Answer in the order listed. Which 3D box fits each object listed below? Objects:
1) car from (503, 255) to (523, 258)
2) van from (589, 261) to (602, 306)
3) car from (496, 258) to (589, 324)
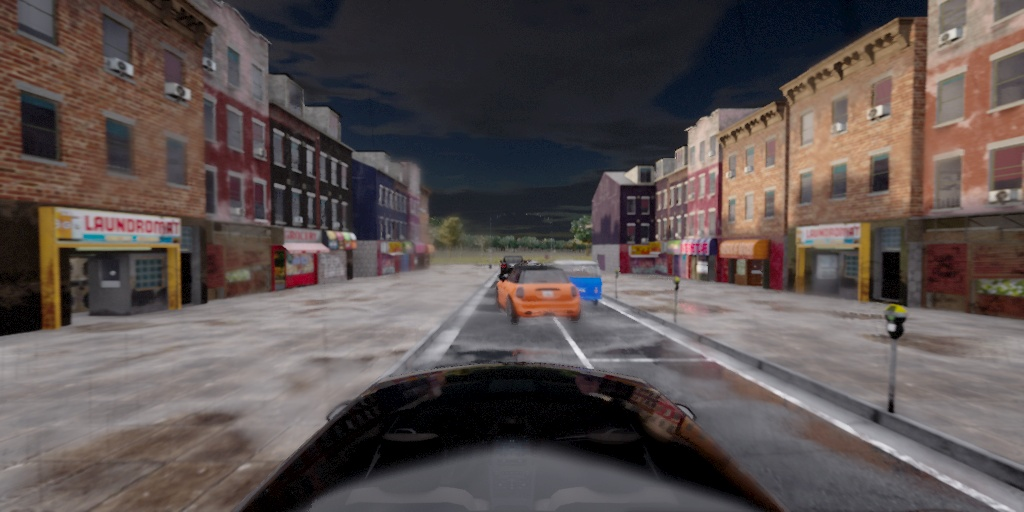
[{"bbox_3d":[0.098,0.930,31.553,2.150,2.045,5.566,0,0,0],"label":"car"},{"bbox_3d":[2.639,1.071,15.273,1.690,1.789,3.998,0,0,0],"label":"van"},{"bbox_3d":[0.704,1.087,12.169,2.097,1.767,4.553,0,0,-9],"label":"car"}]
